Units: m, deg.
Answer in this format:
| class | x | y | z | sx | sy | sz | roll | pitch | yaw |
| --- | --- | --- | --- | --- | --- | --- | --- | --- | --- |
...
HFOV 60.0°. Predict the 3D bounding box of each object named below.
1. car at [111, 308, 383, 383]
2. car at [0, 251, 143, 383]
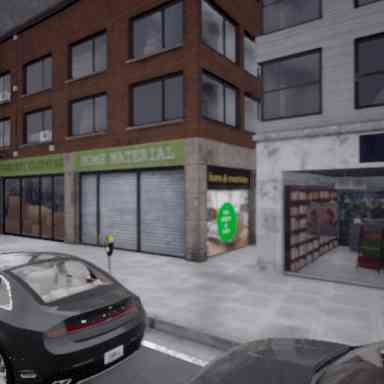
| class | x | y | z | sx | sy | sz | roll | pitch | yaw |
| --- | --- | --- | --- | --- | --- | --- | --- | --- | --- |
| car | 1.856 | 1.547 | 1.758 | 4.403 | 1.369 | 2.008 | 0 | 0 | 35 |
| car | -2.647 | 1.578 | 4.960 | 4.403 | 1.369 | 2.008 | 0 | 0 | 35 |
